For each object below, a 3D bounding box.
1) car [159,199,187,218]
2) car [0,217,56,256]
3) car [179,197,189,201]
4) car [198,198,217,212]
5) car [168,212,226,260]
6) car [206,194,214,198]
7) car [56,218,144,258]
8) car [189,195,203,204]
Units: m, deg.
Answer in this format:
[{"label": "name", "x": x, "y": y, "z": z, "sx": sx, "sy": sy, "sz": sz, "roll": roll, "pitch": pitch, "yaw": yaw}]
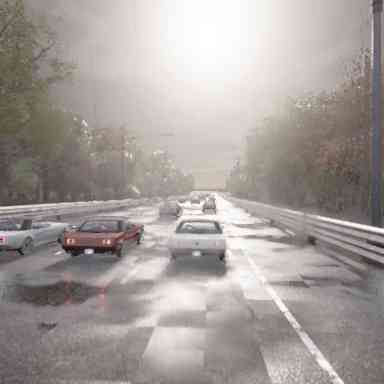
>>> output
[{"label": "car", "x": -1.972, "y": 1.733, "z": 32.068, "sx": 2.033, "sy": 1.411, "sz": 5.357, "roll": 0, "pitch": 0, "yaw": 4}, {"label": "car", "x": -6.689, "y": 1.633, "z": 13.270, "sx": 1.895, "sy": 1.301, "sz": 4.718, "roll": 0, "pitch": 0, "yaw": 4}, {"label": "car", "x": -2.253, "y": 1.975, "z": 82.230, "sx": 2.128, "sy": 1.511, "sz": 4.902, "roll": 0, "pitch": 0, "yaw": 4}, {"label": "car", "x": 2.291, "y": 1.835, "z": 43.816, "sx": 2.033, "sy": 1.411, "sz": 5.357, "roll": 0, "pitch": 0, "yaw": 4}, {"label": "car", "x": 0.297, "y": 1.687, "z": 12.820, "sx": 1.895, "sy": 1.301, "sz": 4.718, "roll": 0, "pitch": 0, "yaw": 4}, {"label": "car", "x": 5.407, "y": 2.059, "z": 92.252, "sx": 1.837, "sy": 1.490, "sz": 4.892, "roll": 0, "pitch": 0, "yaw": 4}, {"label": "car", "x": -3.198, "y": 1.660, "z": 13.045, "sx": 1.895, "sy": 1.301, "sz": 4.718, "roll": 0, "pitch": 0, "yaw": 4}, {"label": "car", "x": 0.852, "y": 1.969, "z": 75.980, "sx": 1.812, "sy": 1.442, "sz": 4.674, "roll": 0, "pitch": 0, "yaw": 4}]
